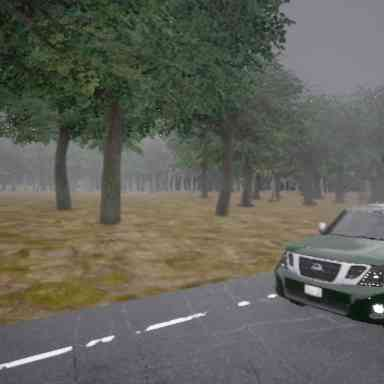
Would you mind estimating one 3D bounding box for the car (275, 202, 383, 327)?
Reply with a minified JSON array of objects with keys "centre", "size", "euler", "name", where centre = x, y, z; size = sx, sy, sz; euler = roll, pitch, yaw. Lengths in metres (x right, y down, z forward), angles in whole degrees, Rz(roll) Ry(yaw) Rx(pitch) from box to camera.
[{"centre":[4.212,1.257,6.990],"size":[5.566,2.045,2.150],"euler":[0,0,-35],"name":"car"}]
